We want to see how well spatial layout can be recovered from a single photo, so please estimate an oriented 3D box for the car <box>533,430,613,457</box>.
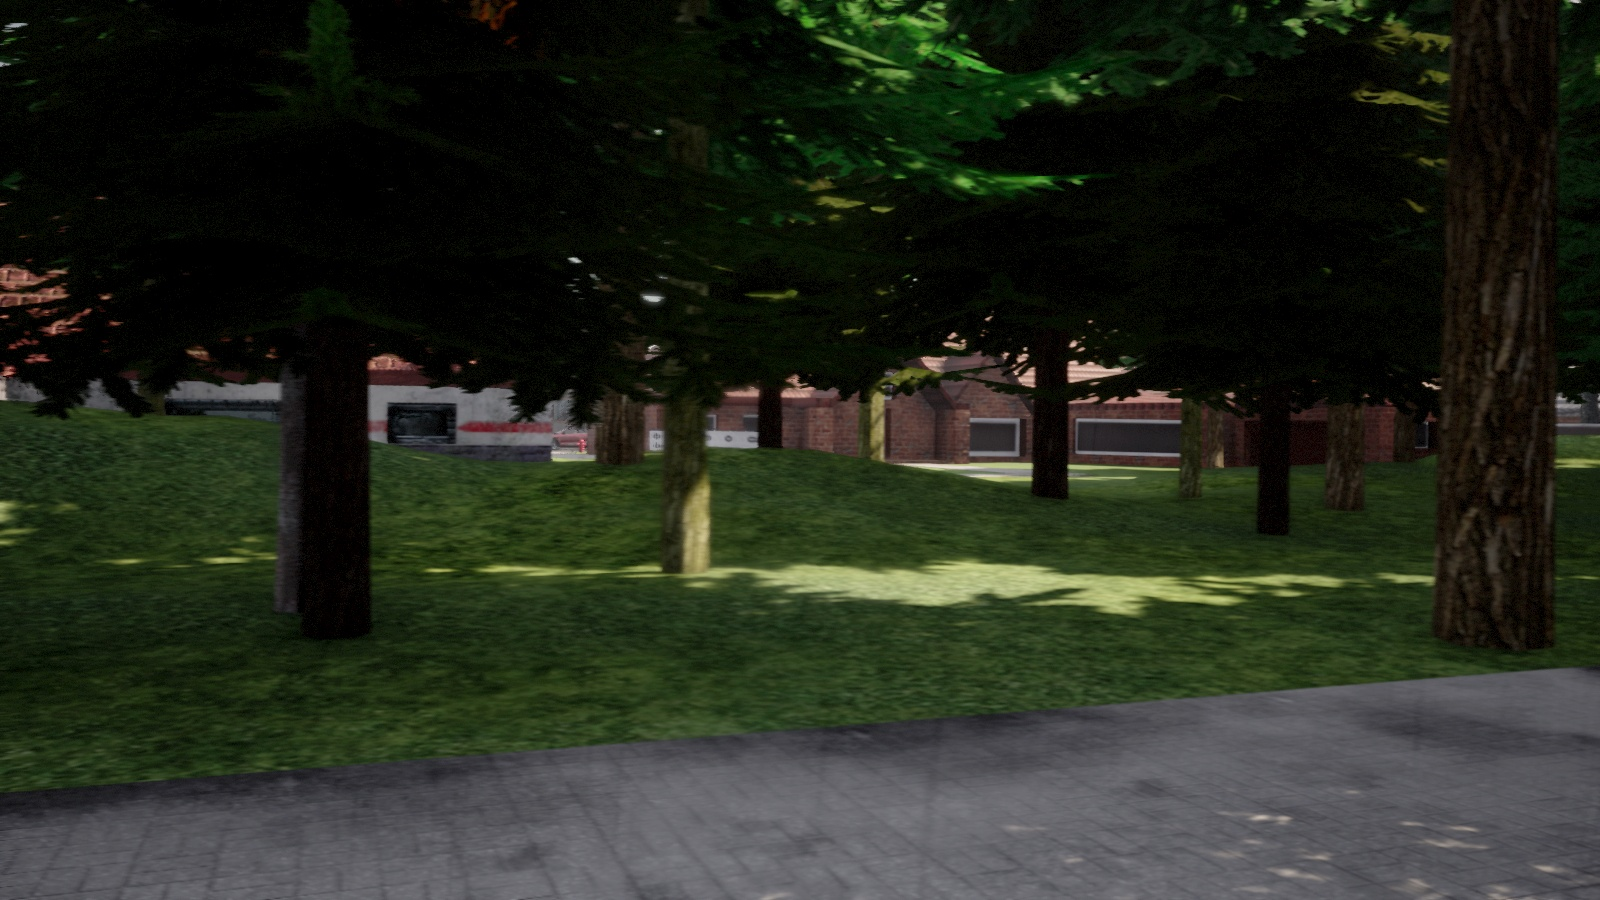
[{"bbox_3d":[-14.794,-0.441,81.771,4.856,1.649,2.033,0,1,-21],"label":"car"}]
